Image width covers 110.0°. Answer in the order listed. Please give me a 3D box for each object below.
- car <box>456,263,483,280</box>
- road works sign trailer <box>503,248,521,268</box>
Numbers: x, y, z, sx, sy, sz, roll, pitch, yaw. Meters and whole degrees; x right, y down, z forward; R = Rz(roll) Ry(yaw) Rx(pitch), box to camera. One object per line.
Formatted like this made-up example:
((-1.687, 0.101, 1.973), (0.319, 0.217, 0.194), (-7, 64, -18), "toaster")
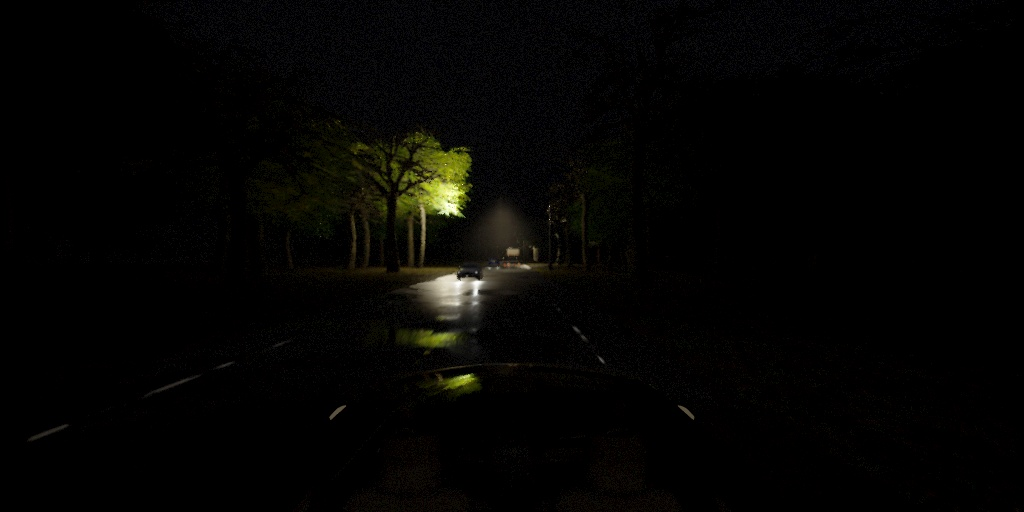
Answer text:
((-3.578, 1.295, 31.049), (1.812, 1.442, 4.674), (0, 0, 1), "car")
((0.198, 0.300, 64.107), (2.380, 3.560, 2.880), (0, 0, -8), "road works sign trailer")
